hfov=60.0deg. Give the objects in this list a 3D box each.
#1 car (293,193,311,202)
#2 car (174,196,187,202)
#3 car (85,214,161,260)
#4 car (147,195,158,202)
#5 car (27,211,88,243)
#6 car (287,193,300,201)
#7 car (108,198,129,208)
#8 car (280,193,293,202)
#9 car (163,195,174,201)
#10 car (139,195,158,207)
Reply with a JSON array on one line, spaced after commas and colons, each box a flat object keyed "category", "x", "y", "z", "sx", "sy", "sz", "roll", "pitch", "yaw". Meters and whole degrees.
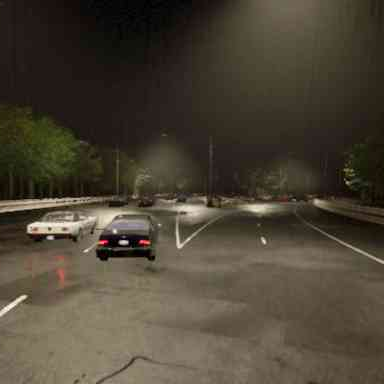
[{"category": "car", "x": 25.583, "y": 1.367, "z": 77.392, "sx": 2.150, "sy": 2.045, "sz": 5.566, "roll": 0, "pitch": 0, "yaw": 27}, {"category": "car", "x": -2.164, "y": 1.523, "z": 72.104, "sx": 1.994, "sy": 1.385, "sz": 4.181, "roll": 0, "pitch": 0, "yaw": 4}, {"category": "car", "x": -2.183, "y": 1.534, "z": 12.319, "sx": 2.033, "sy": 1.411, "sz": 5.357, "roll": 0, "pitch": 0, "yaw": -4}, {"category": "car", "x": -8.932, "y": 1.445, "z": 75.592, "sx": 1.812, "sy": 1.442, "sz": 4.674, "roll": 0, "pitch": 0, "yaw": 4}, {"category": "car", "x": -5.871, "y": 1.557, "z": 15.722, "sx": 1.895, "sy": 1.301, "sz": 4.718, "roll": 0, "pitch": 0, "yaw": -3}, {"category": "car", "x": 26.737, "y": 1.236, "z": 87.536, "sx": 2.150, "sy": 2.045, "sz": 5.566, "roll": 0, "pitch": 0, "yaw": 27}, {"category": "car", "x": -10.198, "y": 1.476, "z": 46.538, "sx": 2.033, "sy": 1.411, "sz": 5.357, "roll": 0, "pitch": 0, "yaw": 2}, {"category": "car", "x": 22.245, "y": 1.482, "z": 78.542, "sx": 2.097, "sy": 1.767, "sz": 4.553, "roll": 0, "pitch": 0, "yaw": 27}, {"category": "car", "x": -5.001, "y": 1.444, "z": 80.812, "sx": 1.837, "sy": 1.490, "sz": 4.892, "roll": 0, "pitch": 0, "yaw": 5}, {"category": "car", "x": -6.533, "y": 1.518, "z": 48.875, "sx": 1.994, "sy": 1.385, "sz": 4.181, "roll": 0, "pitch": 0, "yaw": 1}]
